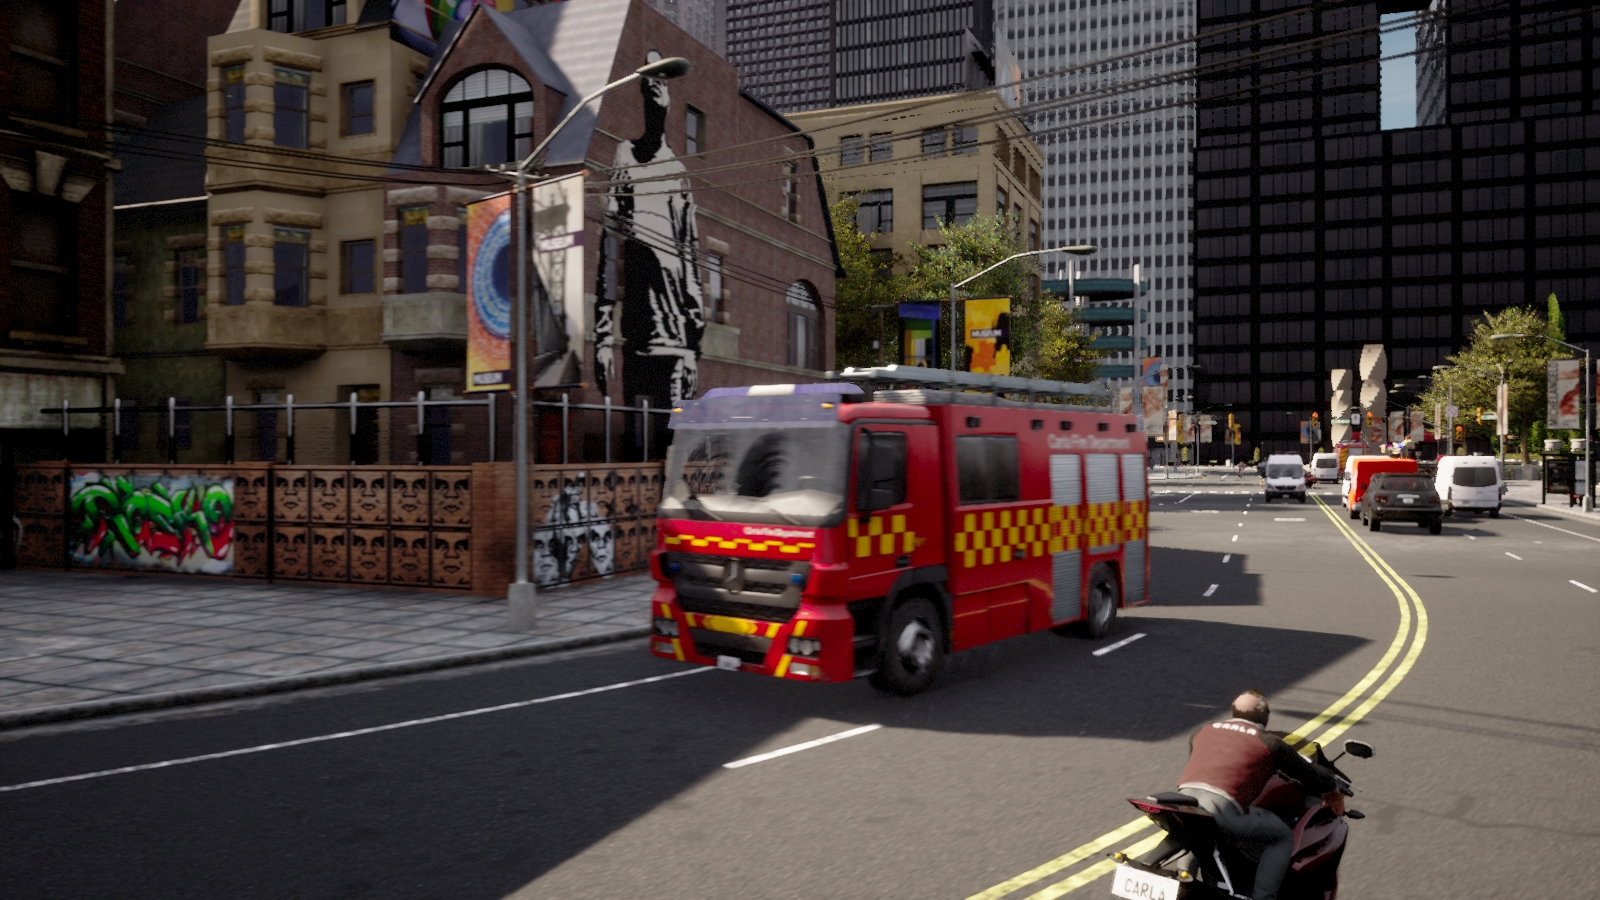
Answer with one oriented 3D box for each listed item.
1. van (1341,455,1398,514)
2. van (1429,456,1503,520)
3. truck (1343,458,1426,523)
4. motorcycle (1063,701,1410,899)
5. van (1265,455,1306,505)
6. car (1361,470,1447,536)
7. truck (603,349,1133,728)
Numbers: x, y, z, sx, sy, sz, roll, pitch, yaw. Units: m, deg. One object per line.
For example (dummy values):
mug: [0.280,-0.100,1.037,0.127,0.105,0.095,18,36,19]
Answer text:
van: [26.632,1.542,53.596,1.988,2.561,5.915,0,0,22]
van: [28.652,1.540,49.314,1.988,2.561,5.915,0,0,22]
truck: [23.843,1.578,46.825,2.627,2.467,5.204,0,0,23]
motorcycle: [2.410,2.206,6.133,2.209,1.251,0.867,0,-1,-44]
van: [26.427,1.544,62.279,1.988,2.561,5.915,0,0,22]
car: [21.140,1.785,40.196,2.150,2.045,5.566,0,0,23]
truck: [1.493,0.894,15.752,2.891,3.827,8.468,0,0,39]
